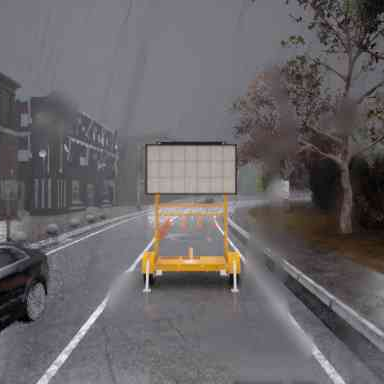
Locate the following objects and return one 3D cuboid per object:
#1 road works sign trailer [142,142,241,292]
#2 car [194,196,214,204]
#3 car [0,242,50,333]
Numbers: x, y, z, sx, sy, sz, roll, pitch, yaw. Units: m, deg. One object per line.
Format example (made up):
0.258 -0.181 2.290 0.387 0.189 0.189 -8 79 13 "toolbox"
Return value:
-0.019 0.467 8.909 2.380 3.560 2.880 0 0 0 "road works sign trailer"
2.106 1.431 55.932 2.128 1.511 4.902 -1 0 29 "car"
-3.604 1.493 4.394 2.128 1.511 4.902 0 0 0 "car"
